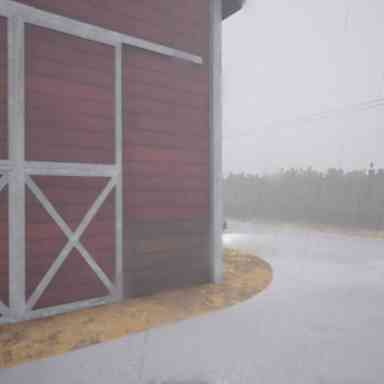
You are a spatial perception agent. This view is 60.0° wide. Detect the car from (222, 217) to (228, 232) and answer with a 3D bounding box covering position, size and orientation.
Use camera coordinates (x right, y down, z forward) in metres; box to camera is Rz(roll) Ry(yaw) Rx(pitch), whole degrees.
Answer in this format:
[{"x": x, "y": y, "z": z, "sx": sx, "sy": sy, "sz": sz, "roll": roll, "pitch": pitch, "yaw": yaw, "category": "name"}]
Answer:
[{"x": 0.176, "y": 1.521, "z": 18.909, "sx": 1.994, "sy": 1.385, "sz": 4.181, "roll": 0, "pitch": 0, "yaw": -32, "category": "car"}]
